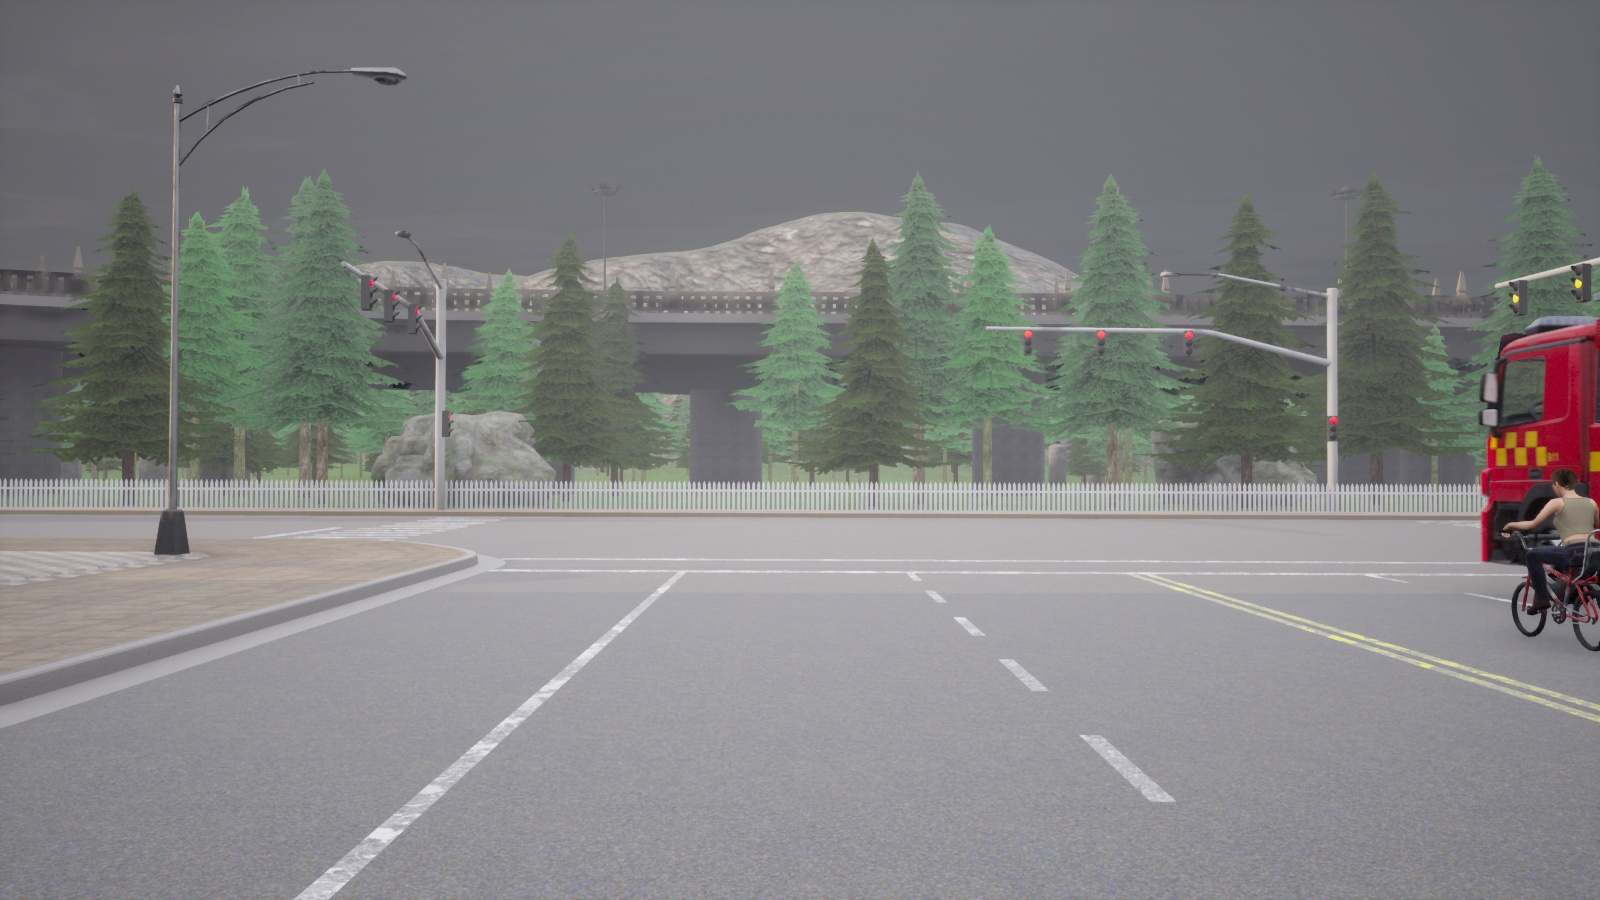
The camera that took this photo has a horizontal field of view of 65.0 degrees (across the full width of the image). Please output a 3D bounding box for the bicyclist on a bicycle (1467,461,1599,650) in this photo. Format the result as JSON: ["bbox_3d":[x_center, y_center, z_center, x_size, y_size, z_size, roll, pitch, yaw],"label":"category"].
[{"bbox_3d":[6.975,0.916,11.527,0.866,1.612,1.509,0,-1,0],"label":"bicyclist on a bicycle"}]

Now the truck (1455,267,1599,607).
[{"bbox_3d":[10.461,-0.175,12.980,2.891,3.827,8.468,0,-1,0],"label":"truck"}]
